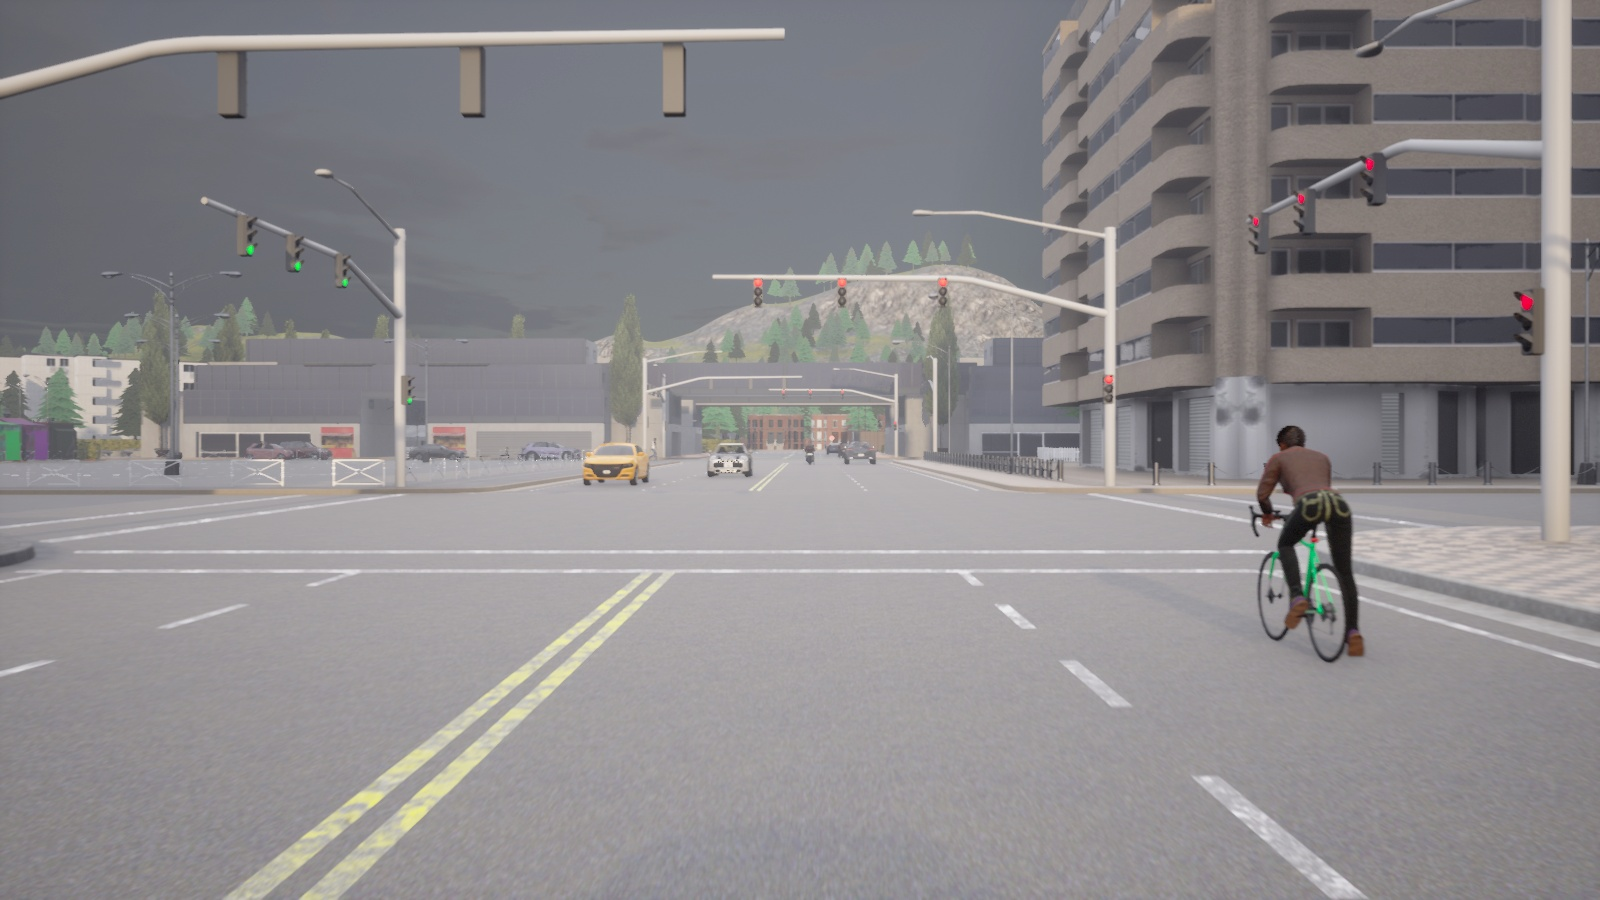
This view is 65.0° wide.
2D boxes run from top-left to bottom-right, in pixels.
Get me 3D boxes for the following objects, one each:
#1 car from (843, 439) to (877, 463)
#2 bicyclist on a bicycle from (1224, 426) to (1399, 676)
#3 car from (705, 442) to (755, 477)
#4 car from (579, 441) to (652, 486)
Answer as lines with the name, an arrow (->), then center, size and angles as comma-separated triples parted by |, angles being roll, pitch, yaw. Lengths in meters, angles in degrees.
car -> 4.175, 0.033, 87.967 | 2.152, 1.651, 5.027 | 0, 0, 0
bicyclist on a bicycle -> 3.583, 0.652, 8.938 | 0.582, 1.620, 1.656 | 0, 0, 0
car -> -3.069, 0.397, 55.408 | 1.970, 1.475, 3.806 | 0, 0, 0
car -> -6.643, 0.462, 45.598 | 1.882, 1.535, 5.008 | 0, 0, 0
